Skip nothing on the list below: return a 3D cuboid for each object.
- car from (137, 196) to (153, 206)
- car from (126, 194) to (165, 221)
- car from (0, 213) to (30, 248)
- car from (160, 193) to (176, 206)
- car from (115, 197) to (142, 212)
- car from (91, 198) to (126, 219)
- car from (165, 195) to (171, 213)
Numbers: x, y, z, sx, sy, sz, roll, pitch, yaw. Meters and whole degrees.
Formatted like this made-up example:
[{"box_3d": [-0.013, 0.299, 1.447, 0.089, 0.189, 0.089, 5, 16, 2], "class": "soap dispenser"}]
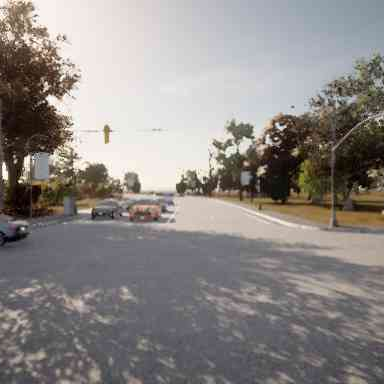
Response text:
[{"box_3d": [-7.279, 1.387, 51.960, 1.895, 1.301, 4.718, 0, 0, -1], "class": "car"}, {"box_3d": [-3.597, 1.275, 26.447, 2.097, 1.767, 4.553, 0, 0, 0], "class": "car"}, {"box_3d": [-9.104, 1.523, 13.894, 4.181, 1.385, 1.994, 0, 0, -3], "class": "car"}, {"box_3d": [-3.751, 1.320, 50.939, 1.812, 1.442, 4.674, 0, 0, -1], "class": "car"}, {"box_3d": [-7.117, 1.372, 37.618, 2.128, 1.511, 4.902, 0, 0, 0], "class": "car"}, {"box_3d": [-7.098, 1.422, 28.198, 1.837, 1.490, 4.892, 0, 0, 0], "class": "car"}, {"box_3d": [-3.610, 1.394, 35.591, 1.837, 1.490, 4.892, 0, 0, 0], "class": "car"}]
